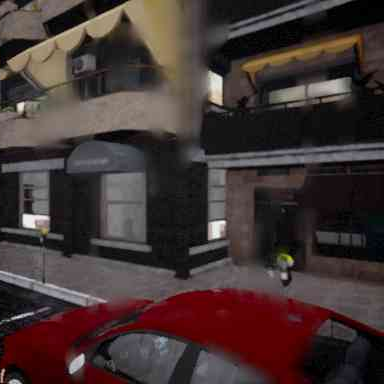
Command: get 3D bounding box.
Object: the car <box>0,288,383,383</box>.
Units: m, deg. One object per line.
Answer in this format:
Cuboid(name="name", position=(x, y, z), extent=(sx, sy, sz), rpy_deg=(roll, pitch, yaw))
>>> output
Cuboid(name="car", position=(0.120, 1.546, 2.788), extent=(4.507, 1.381, 1.887), rpy_deg=(0, 0, 36))
